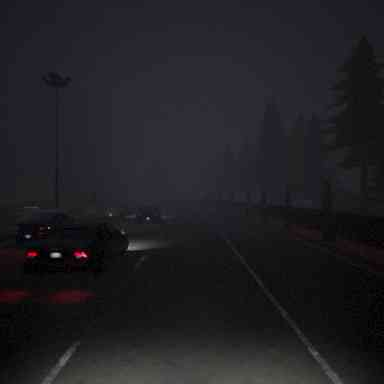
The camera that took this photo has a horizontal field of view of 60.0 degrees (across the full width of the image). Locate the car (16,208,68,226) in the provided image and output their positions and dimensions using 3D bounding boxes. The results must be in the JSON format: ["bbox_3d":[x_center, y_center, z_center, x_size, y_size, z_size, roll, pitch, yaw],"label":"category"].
[{"bbox_3d":[-6.900,1.690,16.315,1.812,1.442,4.674,0,-1,0],"label":"car"}]

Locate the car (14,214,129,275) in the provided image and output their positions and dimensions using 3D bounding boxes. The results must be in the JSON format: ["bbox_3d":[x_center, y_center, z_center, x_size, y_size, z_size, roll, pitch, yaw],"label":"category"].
[{"bbox_3d":[-3.404,1.657,10.828,2.033,1.411,5.357,0,-1,0],"label":"car"}]

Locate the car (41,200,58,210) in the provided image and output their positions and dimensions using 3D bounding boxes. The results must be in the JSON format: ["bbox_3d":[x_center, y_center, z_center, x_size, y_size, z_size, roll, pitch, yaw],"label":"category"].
[{"bbox_3d":[-22.996,2.031,53.842,2.128,1.511,4.902,0,-1,-19],"label":"car"}]

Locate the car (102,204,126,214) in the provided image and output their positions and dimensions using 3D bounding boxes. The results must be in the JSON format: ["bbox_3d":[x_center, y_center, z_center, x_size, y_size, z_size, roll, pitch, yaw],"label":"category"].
[{"bbox_3d":[-7.435,1.845,31.882,1.812,1.442,4.674,0,-1,-5],"label":"car"}]

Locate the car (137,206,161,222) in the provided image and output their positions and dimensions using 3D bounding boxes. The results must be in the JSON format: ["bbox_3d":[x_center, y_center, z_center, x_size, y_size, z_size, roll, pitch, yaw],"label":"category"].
[{"bbox_3d":[-3.698,1.894,29.250,1.895,1.301,4.718,0,-1,-3],"label":"car"}]
